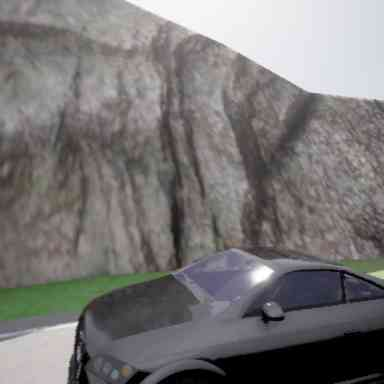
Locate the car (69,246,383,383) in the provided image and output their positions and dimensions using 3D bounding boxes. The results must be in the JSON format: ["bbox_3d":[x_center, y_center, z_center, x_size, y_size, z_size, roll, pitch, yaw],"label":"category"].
[{"bbox_3d":[0.788,1.404,3.898,4.181,1.385,1.994,1,3,-20],"label":"car"}]
